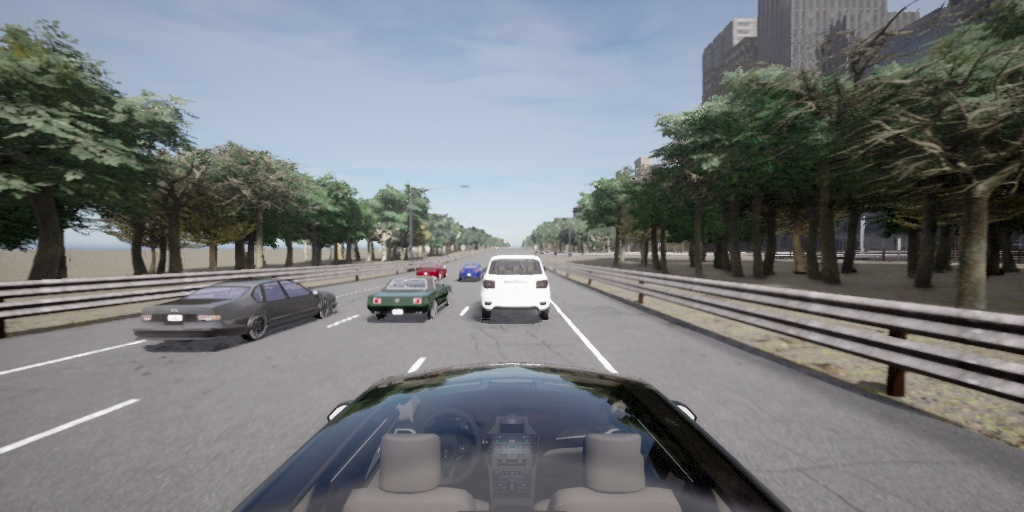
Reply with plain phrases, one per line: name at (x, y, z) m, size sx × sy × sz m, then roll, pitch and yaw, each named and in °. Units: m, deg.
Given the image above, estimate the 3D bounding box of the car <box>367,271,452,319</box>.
car at (-3.398, 1.379, 12.911) m, size 1.895 × 1.301 × 4.718 m, roll 0°, pitch 0°, yaw 0°

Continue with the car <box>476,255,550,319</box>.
car at (0.103, 1.000, 13.063) m, size 2.150 × 2.045 × 5.566 m, roll 0°, pitch 0°, yaw 0°

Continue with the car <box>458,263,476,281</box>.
car at (-3.395, 1.319, 30.624) m, size 1.812 × 1.442 × 4.674 m, roll 0°, pitch 0°, yaw 0°

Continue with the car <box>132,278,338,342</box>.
car at (-6.897, 1.319, 9.851) m, size 2.033 × 1.411 × 5.357 m, roll 0°, pitch 0°, yaw 0°

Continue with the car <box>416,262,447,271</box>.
car at (-6.894, 1.271, 31.149) m, size 1.882 × 1.535 × 5.008 m, roll 0°, pitch 0°, yaw 0°
